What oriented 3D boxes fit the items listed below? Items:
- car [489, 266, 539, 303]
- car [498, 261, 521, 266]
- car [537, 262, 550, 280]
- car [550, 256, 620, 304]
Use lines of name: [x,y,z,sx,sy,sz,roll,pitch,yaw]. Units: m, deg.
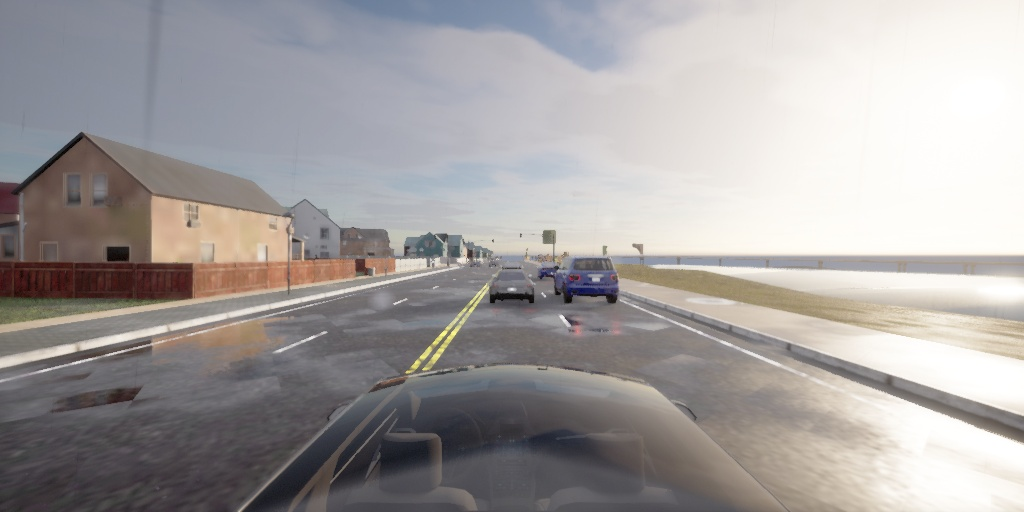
car: [0.000,1.322,16.501,1.994,1.385,4.181,0,0,0]
car: [0.001,1.242,31.501,1.882,1.535,5.008,0,0,0]
car: [3.250,1.242,31.501,1.882,1.535,5.008,0,0,0]
car: [3.250,1.008,16.531,2.150,2.045,5.566,0,0,0]
